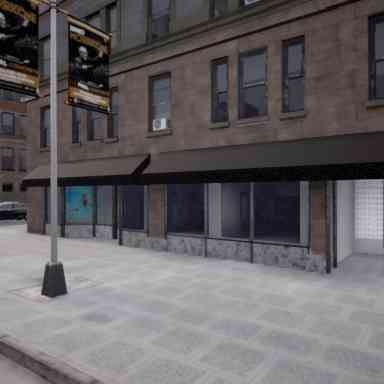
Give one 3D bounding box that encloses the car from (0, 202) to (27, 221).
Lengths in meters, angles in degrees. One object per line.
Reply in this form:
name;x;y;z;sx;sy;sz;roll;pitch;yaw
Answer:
car;-14.158;1.545;25.258;1.837;1.490;4.892;0;0;37
